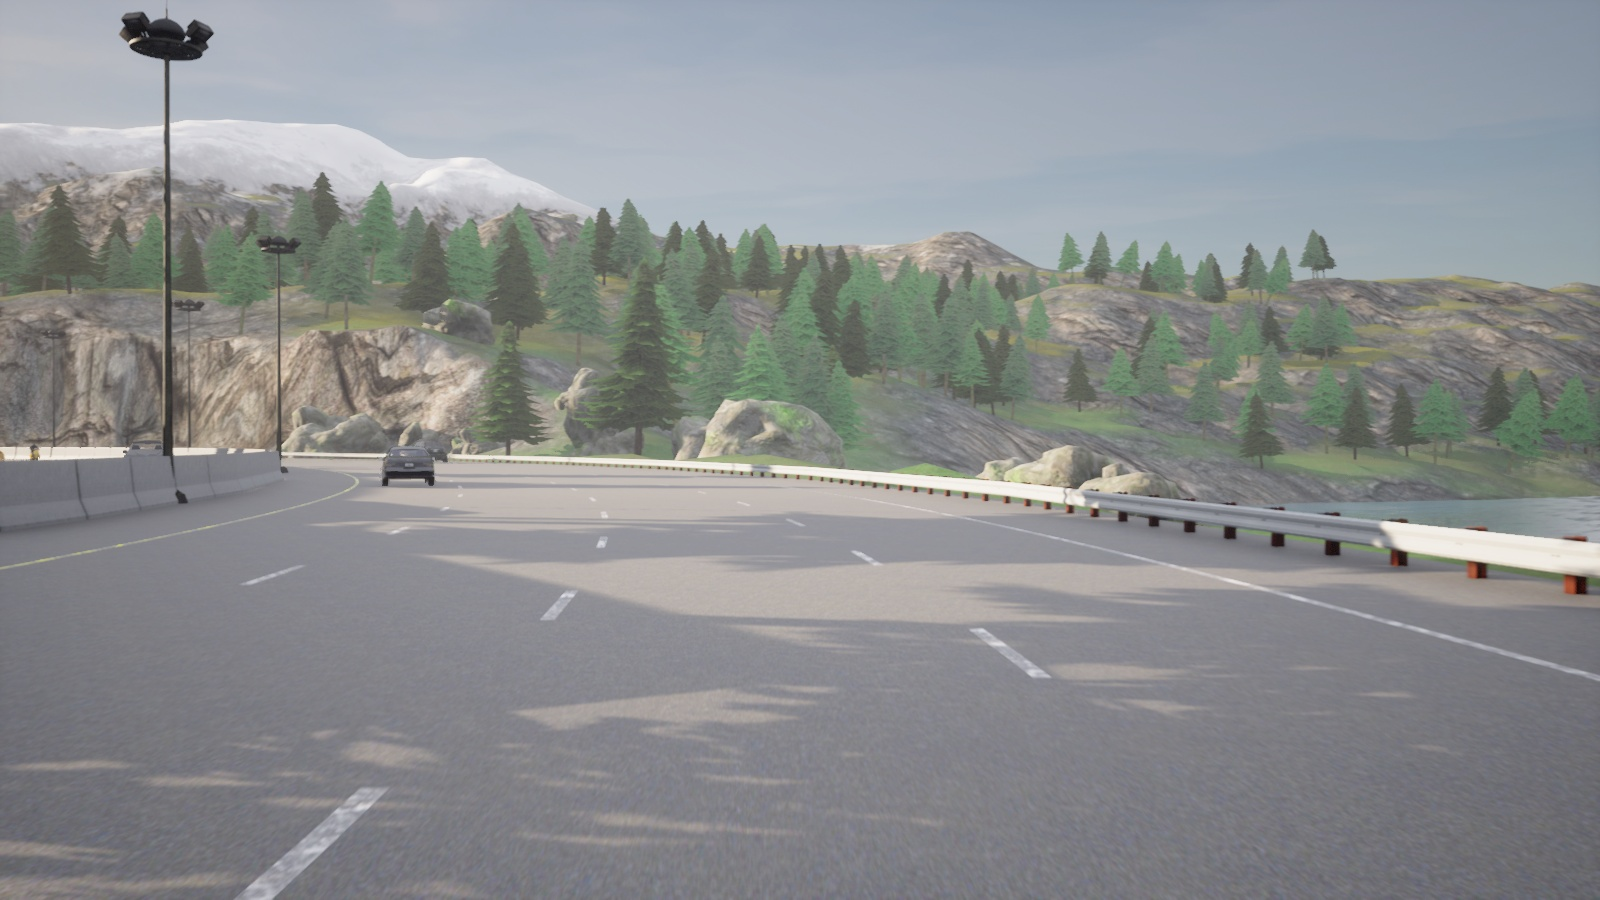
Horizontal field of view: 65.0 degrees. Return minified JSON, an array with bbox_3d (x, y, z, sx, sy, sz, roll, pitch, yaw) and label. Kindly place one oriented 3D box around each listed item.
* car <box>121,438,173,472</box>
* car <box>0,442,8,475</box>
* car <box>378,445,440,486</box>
[{"bbox_3d":[-32.904,0.220,63.371,2.242,1.667,4.611,0,0,-27],"label":"car"},{"bbox_3d":[-38.320,0.379,58.507,1.882,1.535,5.008,0,0,-26],"label":"car"},{"bbox_3d":[-14.532,0.526,46.503,2.033,1.411,5.357,0,0,-19],"label":"car"}]
